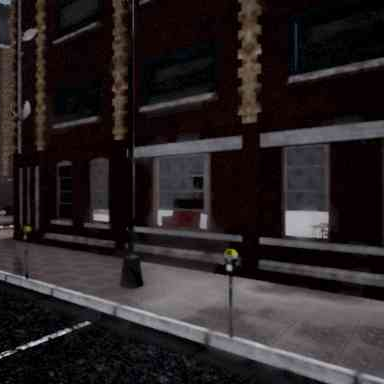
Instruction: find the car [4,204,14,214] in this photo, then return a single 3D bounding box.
[{"bbox_3d":[-14.602,1.262,30.068,1.947,1.339,4.313,1,2,35],"label":"car"}]
